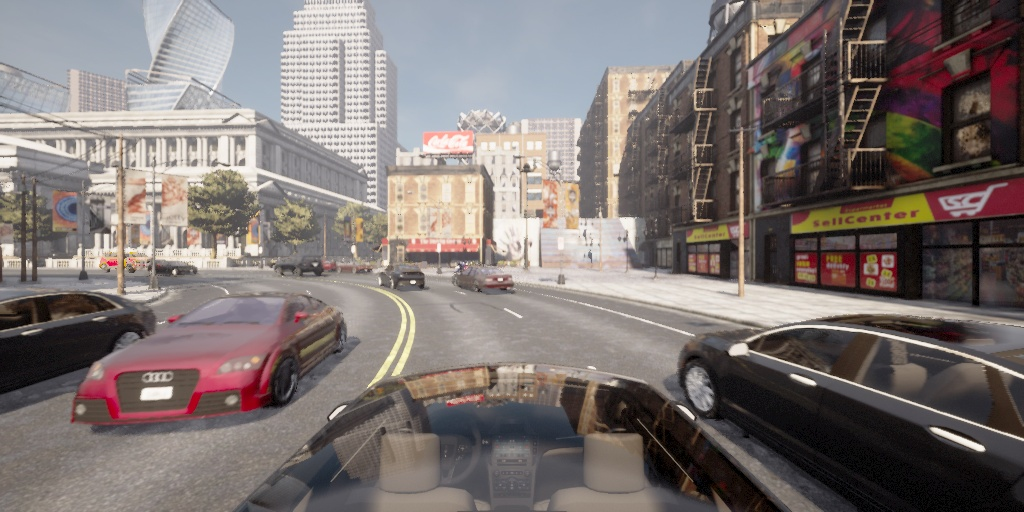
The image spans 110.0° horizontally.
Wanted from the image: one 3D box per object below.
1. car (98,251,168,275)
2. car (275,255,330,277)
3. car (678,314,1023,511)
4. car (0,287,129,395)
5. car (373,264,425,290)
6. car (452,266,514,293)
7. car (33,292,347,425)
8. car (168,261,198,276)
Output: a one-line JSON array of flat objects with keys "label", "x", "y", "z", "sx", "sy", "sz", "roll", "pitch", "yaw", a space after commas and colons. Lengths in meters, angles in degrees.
[{"label": "car", "x": -35.897, "y": 0.562, "z": 33.726, "sx": 5.566, "sy": 2.045, "sz": 2.150, "roll": 0, "pitch": 0, "yaw": 14}, {"label": "car", "x": -20.722, "y": 0.944, "z": 34.963, "sx": 5.566, "sy": 2.045, "sz": 2.150, "roll": 0, "pitch": 0, "yaw": 31}, {"label": "car", "x": 3.300, "y": 1.255, "z": 3.005, "sx": 1.837, "sy": 1.490, "sz": 4.892, "roll": 0, "pitch": 0, "yaw": -3}, {"label": "car", "x": -7.504, "y": 1.252, "z": 4.873, "sx": 1.837, "sy": 1.490, "sz": 4.892, "roll": 1, "pitch": 0, "yaw": -9}, {"label": "car", "x": -7.018, "y": 1.237, "z": 22.495, "sx": 1.837, "sy": 1.490, "sz": 4.892, "roll": 1, "pitch": 0, "yaw": -34}, {"label": "car", "x": -1.840, "y": 1.280, "z": 21.006, "sx": 2.033, "sy": 1.411, "sz": 5.357, "roll": 0, "pitch": 0, "yaw": -29}, {"label": "car", "x": -4.208, "y": 1.310, "z": 5.865, "sx": 1.994, "sy": 1.385, "sz": 4.181, "roll": 0, "pitch": 0, "yaw": -10}, {"label": "car", "x": -35.090, "y": 1.224, "z": 37.132, "sx": 5.008, "sy": 1.535, "sz": 1.882, "roll": 0, "pitch": 0, "yaw": 14}]
